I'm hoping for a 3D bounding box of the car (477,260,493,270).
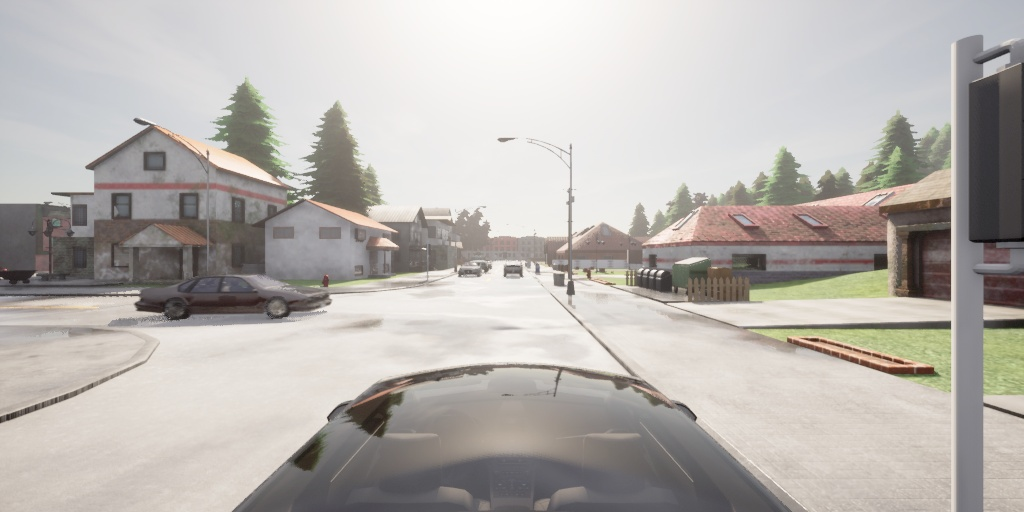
[{"bbox_3d":[-4.061,1.319,54.538,1.994,1.385,4.181,0,0,0],"label":"car"}]

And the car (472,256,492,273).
[{"bbox_3d":[-4.086,0.976,44.599,2.150,2.045,5.566,0,0,0],"label":"car"}]

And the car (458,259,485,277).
[{"bbox_3d":[-4.089,1.317,35.452,1.994,1.385,4.181,0,0,0],"label":"car"}]

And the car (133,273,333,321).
[{"bbox_3d":[-9.074,1.299,11.982,5.357,1.411,2.033,0,0,-4],"label":"car"}]

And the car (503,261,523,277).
[{"bbox_3d":[0.118,1.245,36.187,2.128,1.511,4.902,0,0,0],"label":"car"}]
